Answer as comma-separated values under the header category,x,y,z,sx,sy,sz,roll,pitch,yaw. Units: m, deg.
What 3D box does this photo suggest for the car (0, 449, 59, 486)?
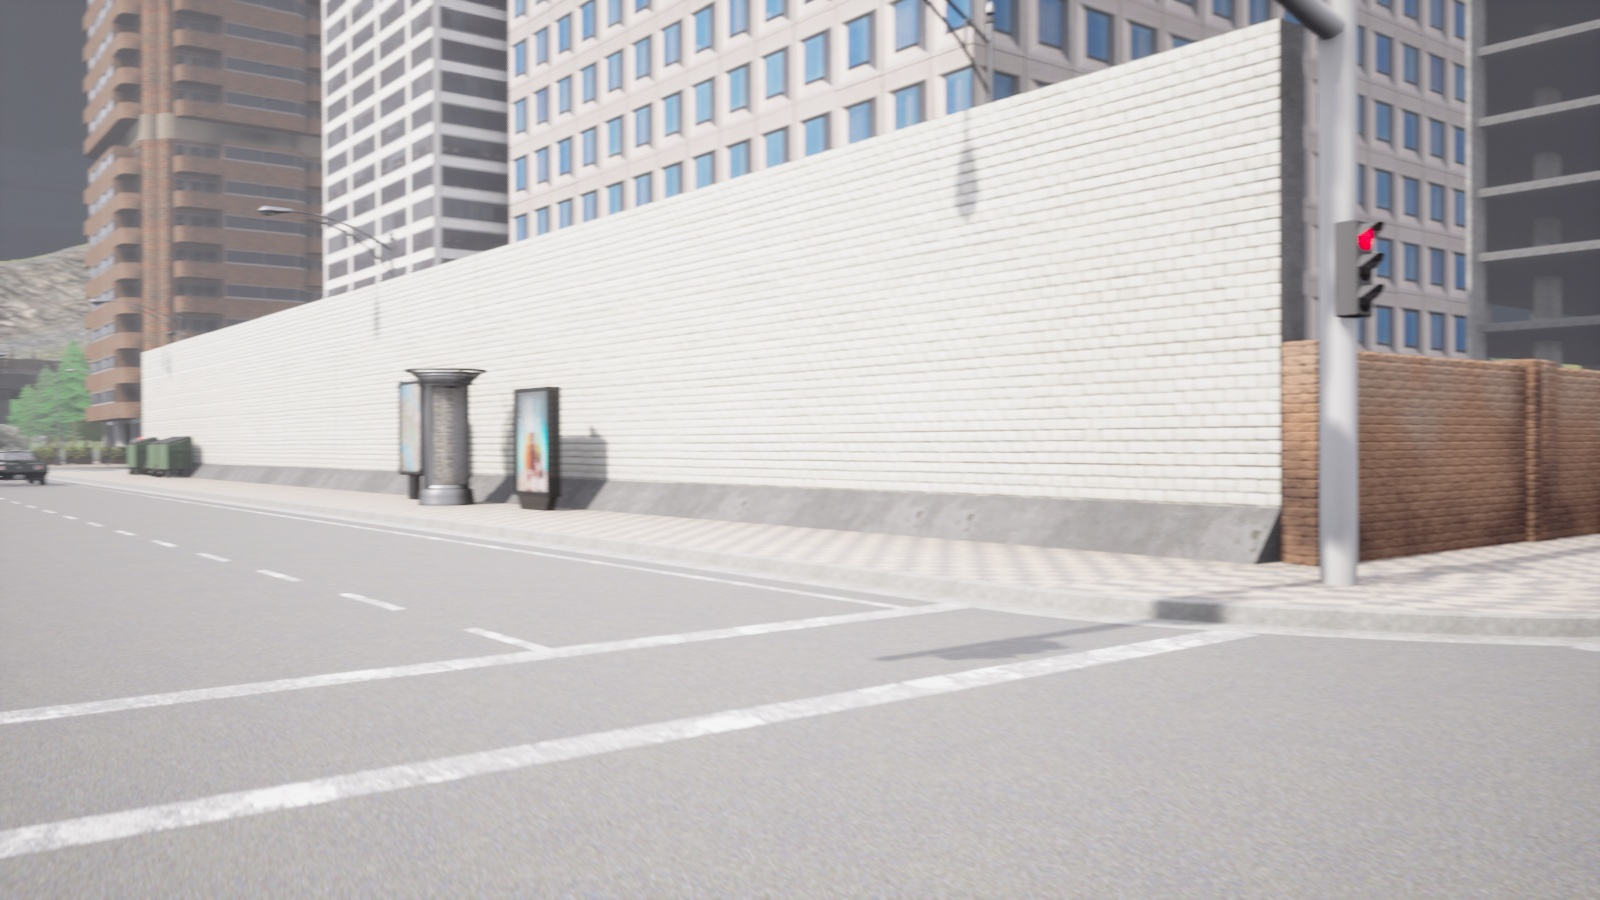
category,x,y,z,sx,sy,sz,roll,pitch,yaw
car,-29.884,0.642,48.183,1.895,1.301,4.718,0,0,-38
